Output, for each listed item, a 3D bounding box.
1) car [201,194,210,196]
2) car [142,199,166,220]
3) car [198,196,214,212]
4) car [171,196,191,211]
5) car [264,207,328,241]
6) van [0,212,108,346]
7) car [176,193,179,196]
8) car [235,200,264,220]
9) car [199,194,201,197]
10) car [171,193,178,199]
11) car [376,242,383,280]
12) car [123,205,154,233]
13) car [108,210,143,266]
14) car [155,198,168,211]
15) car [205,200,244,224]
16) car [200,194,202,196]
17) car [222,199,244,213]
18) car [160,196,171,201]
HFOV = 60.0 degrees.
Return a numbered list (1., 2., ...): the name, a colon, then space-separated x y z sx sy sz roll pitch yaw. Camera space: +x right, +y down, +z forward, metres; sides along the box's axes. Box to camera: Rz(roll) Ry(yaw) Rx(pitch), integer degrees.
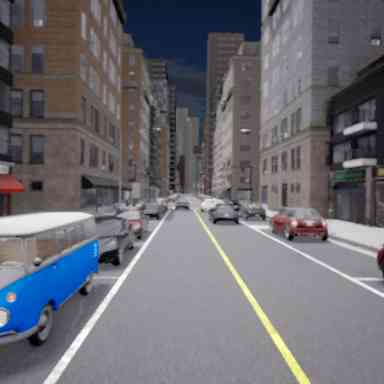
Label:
1. car: 3.760 1.499 76.258 1.967 1.590 4.097 0 0 -1
2. car: -3.480 1.512 27.949 1.947 1.339 4.313 1 0 -2
3. car: 1.942 1.537 38.326 1.812 1.442 4.674 1 0 -1
4. car: -1.165 1.520 41.189 2.033 1.411 5.357 1 0 -1
5. car: 5.344 1.499 17.183 1.967 1.590 4.097 1 0 -2
6. van: -2.876 1.302 5.952 1.690 1.788 3.998 1 0 -2
7. car: -5.038 1.518 86.851 2.008 1.369 4.403 0 0 -1
8. car: 5.041 1.602 28.182 2.008 1.369 4.403 1 0 -2
9. car: 3.483 1.623 87.072 2.008 1.369 4.403 0 0 -1
10. car: -4.763 1.535 76.038 1.802 1.307 4.206 0 0 -1
11. car: 5.645 1.382 6.184 2.192 1.841 5.009 1 0 -2
12. car: -3.179 1.535 16.951 1.802 1.307 4.206 1 0 -2
13. car: -3.029 1.523 11.451 1.947 1.339 4.313 1 0 -2
14. car: -3.631 1.525 33.448 1.802 1.307 4.206 1 0 -2
15. car: 2.331 1.582 25.101 1.994 1.385 4.181 1 0 -2
16. car: 3.616 1.590 81.835 1.752 1.417 4.829 0 0 -1
17. car: 4.740 1.611 39.181 1.947 1.339 4.313 1 0 -2
18. car: -3.780 1.380 38.948 1.967 1.590 4.097 1 0 -2
